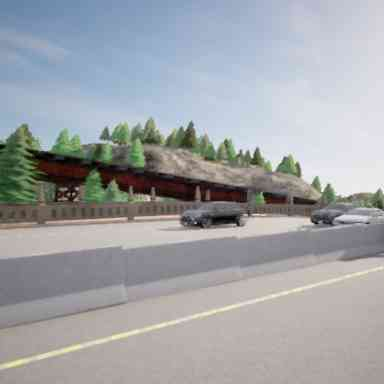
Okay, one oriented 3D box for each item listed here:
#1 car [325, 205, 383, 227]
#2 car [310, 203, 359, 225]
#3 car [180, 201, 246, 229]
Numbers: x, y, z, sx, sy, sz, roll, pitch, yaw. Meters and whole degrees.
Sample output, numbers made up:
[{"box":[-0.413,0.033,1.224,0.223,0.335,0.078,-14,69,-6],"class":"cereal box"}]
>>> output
[{"box":[10.333,1.674,19.907,4.674,1.442,1.812,2,-1,-35],"class":"car"},{"box":[10.801,1.576,24.508,4.553,1.767,2.097,2,-1,-35],"class":"car"},{"box":[1.443,1.440,22.199,4.553,1.767,2.097,0,0,-35],"class":"car"}]
